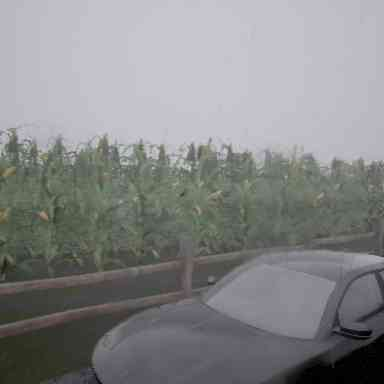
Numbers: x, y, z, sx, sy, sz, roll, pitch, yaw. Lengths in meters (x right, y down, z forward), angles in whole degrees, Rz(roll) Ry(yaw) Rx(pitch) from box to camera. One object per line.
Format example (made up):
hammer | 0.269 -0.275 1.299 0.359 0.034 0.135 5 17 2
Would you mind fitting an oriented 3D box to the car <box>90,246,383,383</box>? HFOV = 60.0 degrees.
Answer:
car | 1.354 1.484 3.925 5.008 1.535 1.882 0 0 -36
